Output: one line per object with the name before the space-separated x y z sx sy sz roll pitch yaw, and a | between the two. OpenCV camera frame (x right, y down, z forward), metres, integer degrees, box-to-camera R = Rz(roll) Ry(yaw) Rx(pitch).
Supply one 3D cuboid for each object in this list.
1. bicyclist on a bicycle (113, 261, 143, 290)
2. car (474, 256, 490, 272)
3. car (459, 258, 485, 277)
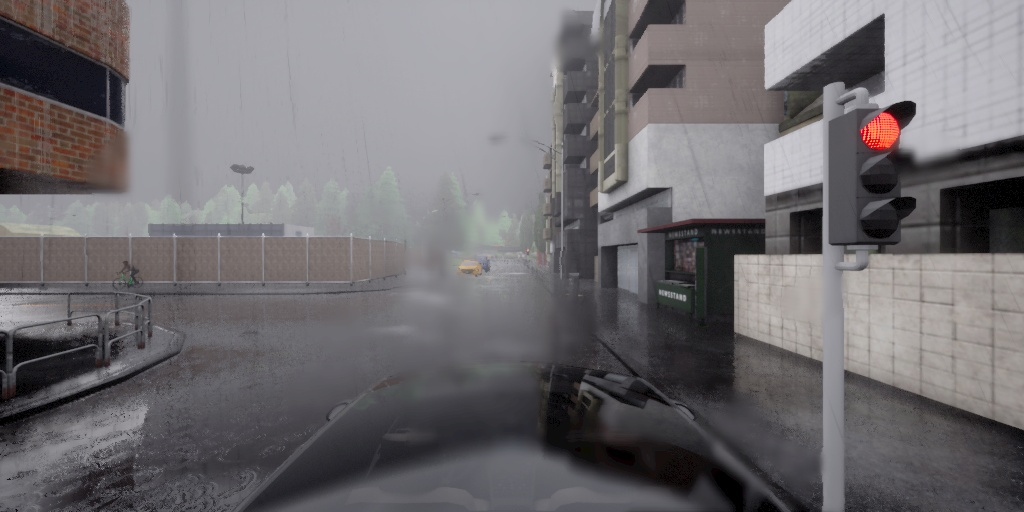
bicyclist on a bicycle | -22.180 1.099 20.731 0.582 1.620 1.656 0 0 0
car | -4.079 0.971 46.527 2.150 2.045 5.566 0 0 0
car | -4.110 1.228 35.826 1.882 1.535 5.008 0 0 0
